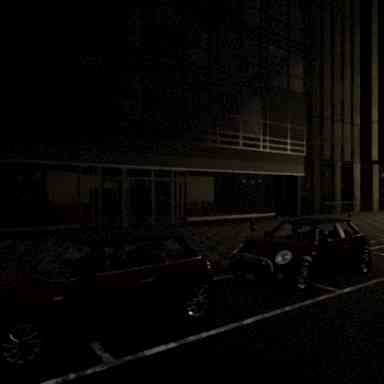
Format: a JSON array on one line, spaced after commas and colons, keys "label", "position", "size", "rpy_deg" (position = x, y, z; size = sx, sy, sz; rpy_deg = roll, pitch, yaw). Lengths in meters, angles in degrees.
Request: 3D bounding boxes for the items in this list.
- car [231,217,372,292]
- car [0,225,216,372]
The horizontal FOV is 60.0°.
[{"label": "car", "position": [2.960, 1.446, 8.879], "size": [4.097, 1.590, 1.967], "rpy_deg": [0, 0, -36]}, {"label": "car", "position": [-1.630, 1.441, 5.604], "size": [4.097, 1.590, 1.967], "rpy_deg": [0, 0, -36]}]
